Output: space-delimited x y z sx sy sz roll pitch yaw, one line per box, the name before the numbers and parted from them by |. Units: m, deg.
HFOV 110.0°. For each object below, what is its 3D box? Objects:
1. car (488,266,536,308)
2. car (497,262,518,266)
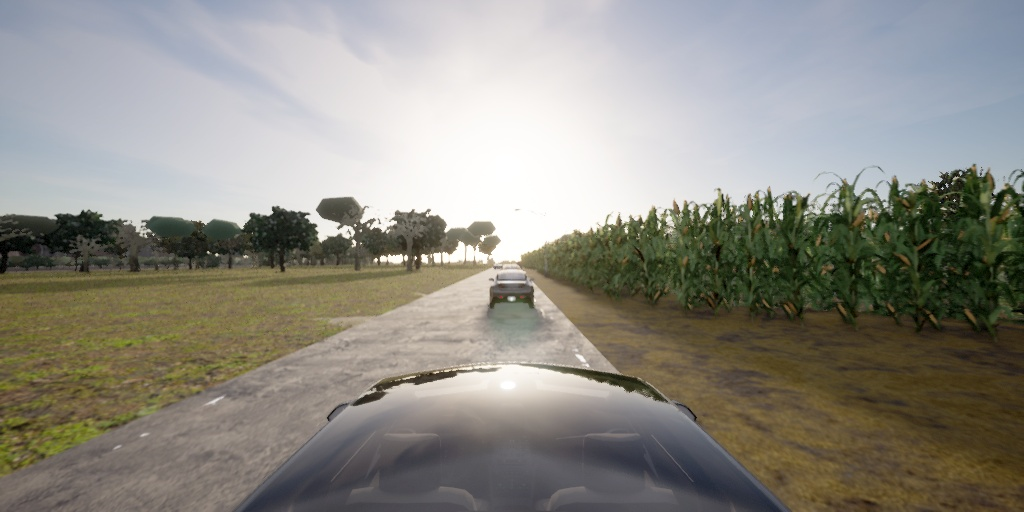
car | -0.005 1.399 16.166 1.837 1.490 4.892 0 0 0
car | -0.014 1.521 31.325 1.882 1.535 5.008 0 0 0
